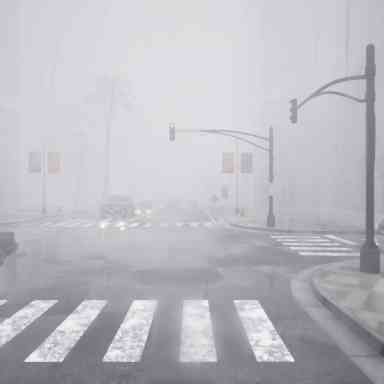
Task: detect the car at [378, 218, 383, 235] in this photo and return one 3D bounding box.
[{"bbox_3d":[11.613,1.415,16.127,4.553,1.767,2.097,0,0,1],"label":"car"}]

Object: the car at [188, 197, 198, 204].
[{"bbox_3d":[0.172,1.705,69.827,2.033,1.411,5.357,0,-1,0],"label":"car"}]

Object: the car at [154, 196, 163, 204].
[{"bbox_3d":[-6.340,1.742,64.838,2.128,1.511,4.902,0,-1,0],"label":"car"}]

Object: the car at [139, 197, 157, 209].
[{"bbox_3d":[-6.483,1.691,46.213,1.895,1.301,4.718,0,0,0],"label":"car"}]

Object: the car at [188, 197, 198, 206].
[{"bbox_3d":[0.198,1.791,59.822,1.895,1.301,4.718,0,0,1],"label":"car"}]

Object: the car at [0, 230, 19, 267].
[{"bbox_3d":[-6.577,1.549,8.506,2.033,1.411,5.357,0,0,0],"label":"car"}]

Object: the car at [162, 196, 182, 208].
[{"bbox_3d":[-3.023,1.673,51.868,2.033,1.411,5.357,0,0,0],"label":"car"}]

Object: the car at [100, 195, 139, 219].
[{"bbox_3d":[-6.535,1.244,29.745,2.150,2.045,5.566,0,0,0],"label":"car"}]
